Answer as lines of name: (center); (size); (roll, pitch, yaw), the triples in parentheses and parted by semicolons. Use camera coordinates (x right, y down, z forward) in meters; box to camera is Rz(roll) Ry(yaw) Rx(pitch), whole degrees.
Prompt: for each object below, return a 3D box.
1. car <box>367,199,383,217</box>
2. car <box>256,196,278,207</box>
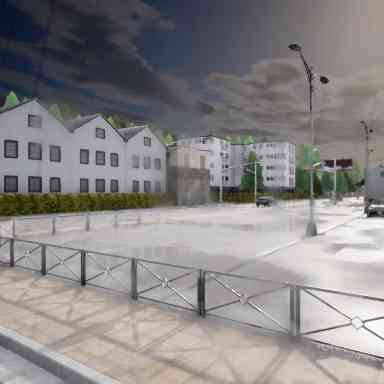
car: (15.390, 1.298, 26.833); (2.007, 1.523, 4.514); (0, 0, 35)
car: (10.641, 1.313, 47.153); (1.837, 1.490, 4.892); (0, 0, 32)
